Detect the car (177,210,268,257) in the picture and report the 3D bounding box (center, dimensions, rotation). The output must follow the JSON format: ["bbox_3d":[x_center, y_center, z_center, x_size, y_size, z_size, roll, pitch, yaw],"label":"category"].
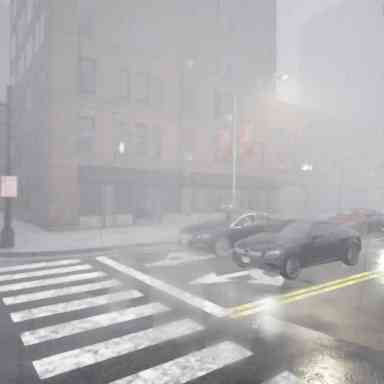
[{"bbox_3d":[1.732,1.479,12.894,4.902,1.511,2.128,0,0,-36],"label":"car"}]

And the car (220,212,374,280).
[{"bbox_3d":[3.310,1.514,10.029,4.674,1.442,1.812,0,0,-35],"label":"car"}]

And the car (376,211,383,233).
[{"bbox_3d":[10.863,1.498,15.409,5.008,1.535,1.882,0,0,-35],"label":"car"}]

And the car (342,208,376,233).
[{"bbox_3d":[8.994,1.582,18.070,4.181,1.385,1.994,0,0,-35],"label":"car"}]
